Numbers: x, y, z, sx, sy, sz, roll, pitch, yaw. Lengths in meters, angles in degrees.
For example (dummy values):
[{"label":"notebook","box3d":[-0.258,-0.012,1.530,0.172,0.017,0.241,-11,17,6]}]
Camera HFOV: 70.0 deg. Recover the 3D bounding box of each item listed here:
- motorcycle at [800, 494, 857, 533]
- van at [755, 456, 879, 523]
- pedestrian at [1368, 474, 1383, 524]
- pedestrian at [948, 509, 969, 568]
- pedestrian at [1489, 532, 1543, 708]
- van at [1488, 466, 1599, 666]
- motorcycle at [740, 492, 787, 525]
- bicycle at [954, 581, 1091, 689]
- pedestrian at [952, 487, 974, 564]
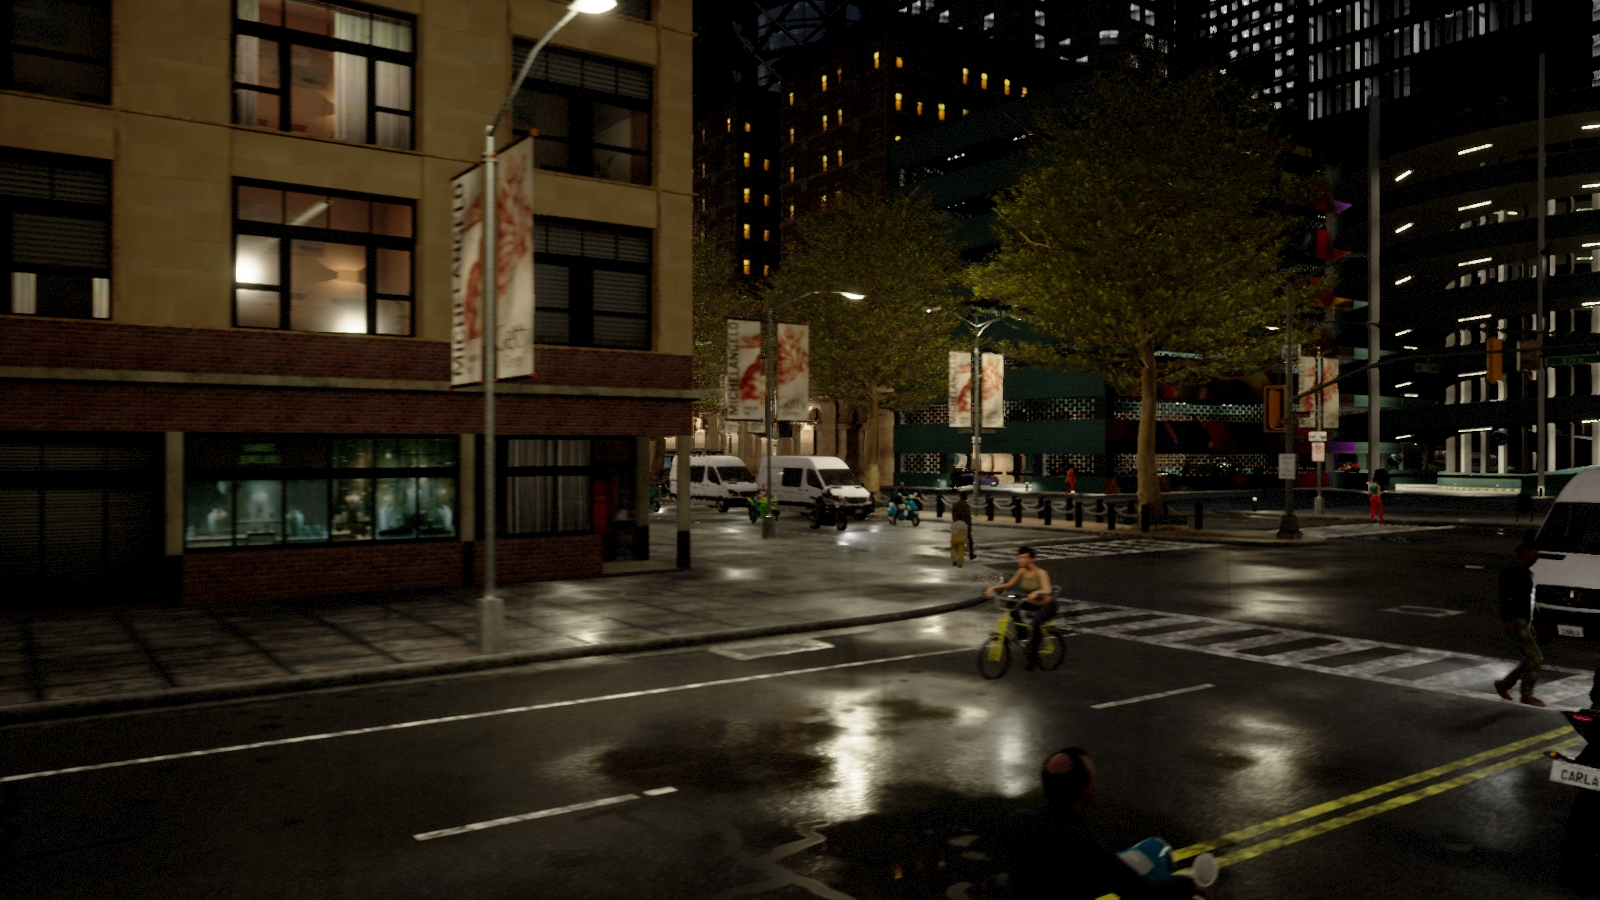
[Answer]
[{"label":"motorcycle","box3d":[0.982,2.210,40.322,0.867,1.251,2.209,0,0,-35]},{"label":"van","box3d":[0.595,1.540,46.931,1.988,2.561,5.915,0,0,-35]},{"label":"pedestrian","box3d":[21.717,1.856,43.099,0.375,1.860,0.375,0,0,-35]},{"label":"pedestrian","box3d":[3.567,1.981,25.692,0.375,1.300,0.375,0,0,-8]},{"label":"pedestrian","box3d":[7.888,1.851,12.584,0.375,1.860,0.375,0,0,-31]},{"label":"van","box3d":[12.674,1.538,16.947,5.915,2.561,1.988,0,0,-35]},{"label":"motorcycle","box3d":[-1.407,2.218,43.703,0.803,1.145,2.033,0,0,-35]},{"label":"bicycle","box3d":[2.765,2.258,14.168,1.487,1.080,0.859,0,0,-34]},{"label":"pedestrian","box3d":[4.031,1.851,28.258,0.375,1.860,0.375,0,0,45]}]
